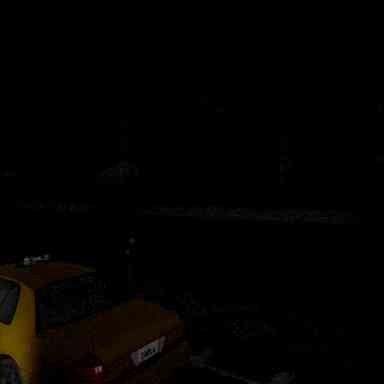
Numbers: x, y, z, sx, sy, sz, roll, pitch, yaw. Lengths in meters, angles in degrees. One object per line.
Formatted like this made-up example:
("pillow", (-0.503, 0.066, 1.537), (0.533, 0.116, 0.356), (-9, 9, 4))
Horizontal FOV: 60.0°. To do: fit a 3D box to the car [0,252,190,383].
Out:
("car", (-2.304, 1.525, 4.601), (4.829, 1.417, 1.752), (0, 0, 35))
